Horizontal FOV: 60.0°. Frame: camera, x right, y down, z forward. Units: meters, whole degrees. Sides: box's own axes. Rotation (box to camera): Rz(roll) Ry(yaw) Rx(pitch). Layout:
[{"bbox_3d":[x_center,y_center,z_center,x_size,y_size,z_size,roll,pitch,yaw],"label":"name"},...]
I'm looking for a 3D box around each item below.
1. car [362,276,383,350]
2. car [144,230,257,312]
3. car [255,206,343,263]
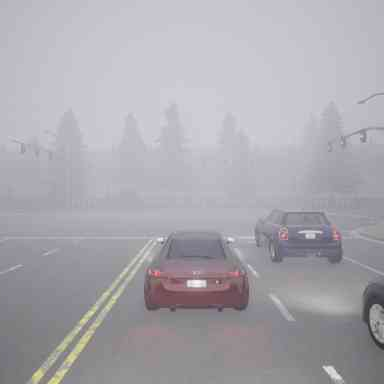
[{"bbox_3d":[3.592,1.505,3.315,1.837,1.490,4.892,0,0,0],"label":"car"},{"bbox_3d":[0.081,1.564,7.788,1.994,1.385,4.181,0,0,0],"label":"car"},{"bbox_3d":[3.636,1.352,12.159,2.097,1.767,4.553,0,0,2],"label":"car"}]
